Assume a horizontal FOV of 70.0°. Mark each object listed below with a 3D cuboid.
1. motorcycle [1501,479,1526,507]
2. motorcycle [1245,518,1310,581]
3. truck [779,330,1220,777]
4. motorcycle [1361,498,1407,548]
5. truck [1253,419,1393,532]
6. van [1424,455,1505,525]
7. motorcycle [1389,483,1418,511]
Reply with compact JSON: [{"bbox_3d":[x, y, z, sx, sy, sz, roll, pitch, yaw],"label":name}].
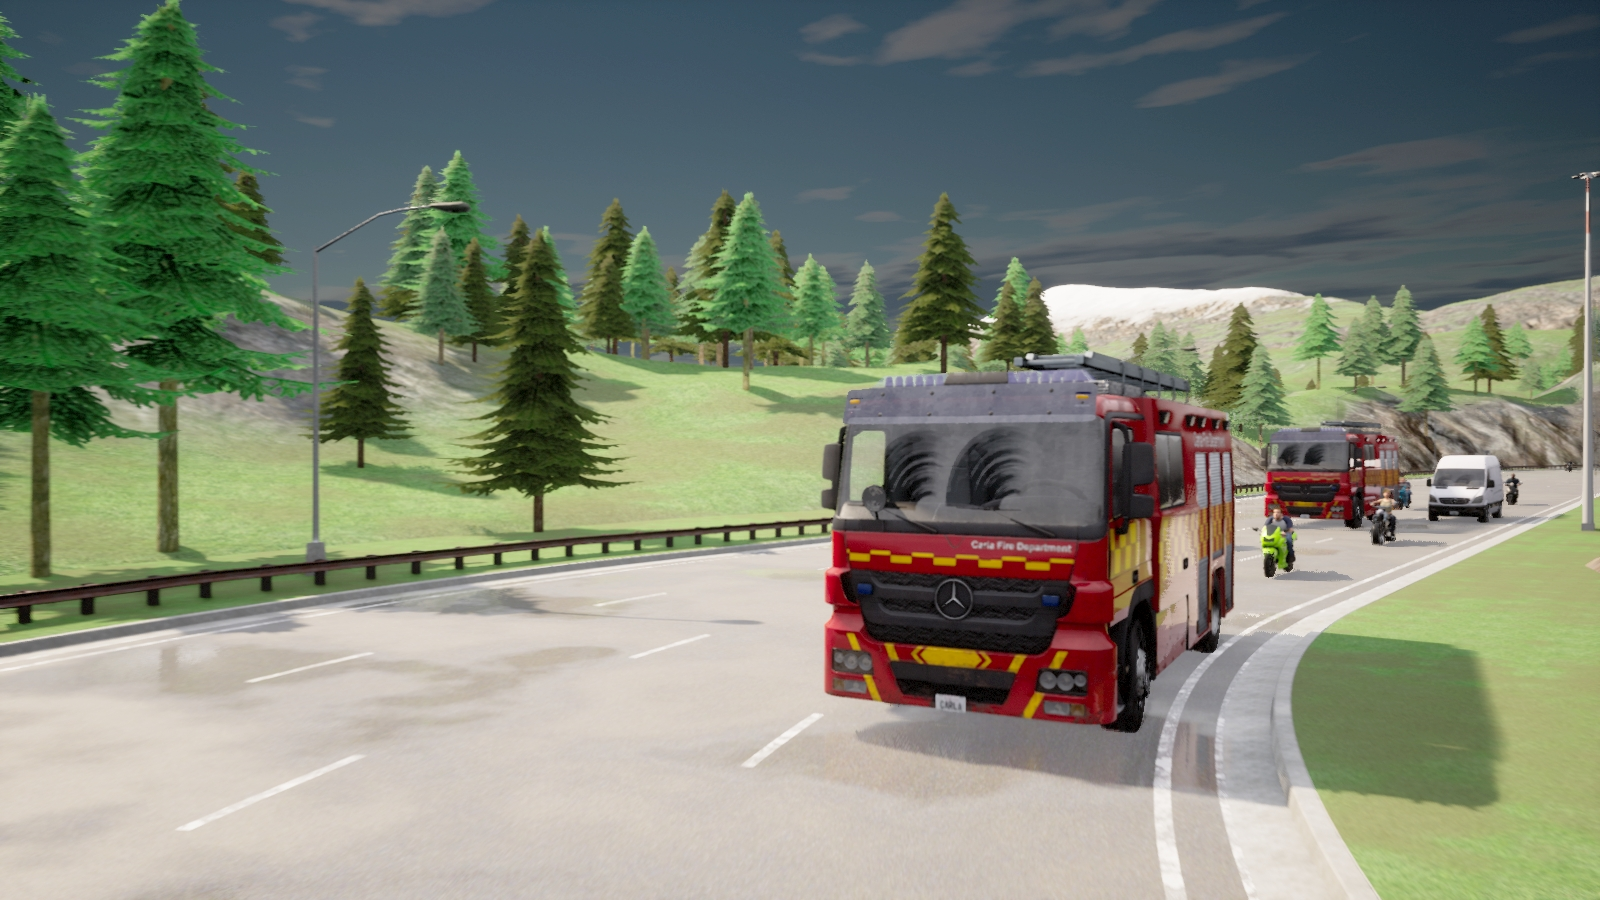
[{"bbox_3d":[35.324,2.106,56.586,0.856,1.316,1.805,0,0,38],"label":"motorcycle"},{"bbox_3d":[10.592,2.168,25.316,0.803,1.199,2.033,0,0,38],"label":"motorcycle"},{"bbox_3d":[3.069,0.879,14.191,2.891,3.827,8.468,0,0,28],"label":"truck"},{"bbox_3d":[17.233,2.132,33.711,0.764,1.307,2.356,0,0,38],"label":"motorcycle"},{"bbox_3d":[19.868,0.862,43.086,2.891,3.827,8.468,0,0,38],"label":"truck"},{"bbox_3d":[26.484,1.505,45.434,1.988,2.561,5.915,0,0,38],"label":"van"},{"bbox_3d":[27.774,2.152,52.585,0.803,1.199,2.033,0,0,39],"label":"motorcycle"}]
